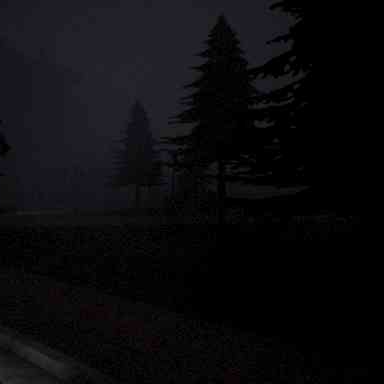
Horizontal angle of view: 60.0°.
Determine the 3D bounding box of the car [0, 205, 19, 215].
[{"bbox_3d":[-18.971,1.560,31.226,1.895,1.301,4.718,0,0,36],"label":"car"}]
